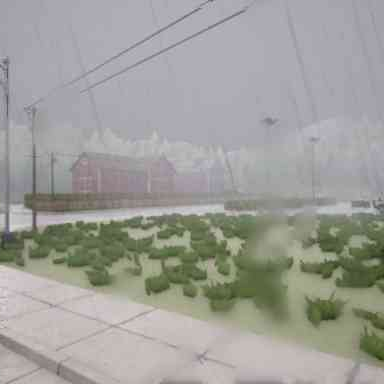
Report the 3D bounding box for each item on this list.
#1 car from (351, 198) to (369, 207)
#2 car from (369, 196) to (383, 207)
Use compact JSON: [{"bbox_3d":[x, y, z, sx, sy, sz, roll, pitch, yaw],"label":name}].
[{"bbox_3d":[23.634,1.536,46.516,1.882,1.535,5.008,0,0,35],"label":"car"},{"bbox_3d":[22.331,1.335,36.211,4.605,1.855,1.932,0,0,36],"label":"car"}]
